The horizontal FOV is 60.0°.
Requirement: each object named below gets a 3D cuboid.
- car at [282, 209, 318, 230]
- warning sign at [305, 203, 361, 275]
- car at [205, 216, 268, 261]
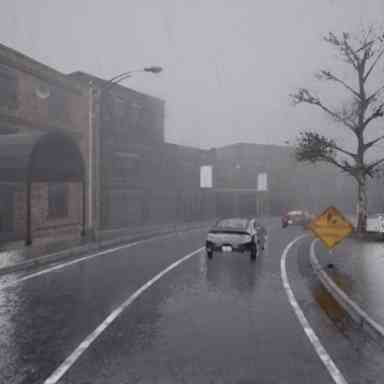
[{"bbox_3d":[8.633,2.086,26.165,1.812,1.442,4.674,0,-1,38],"label":"car"},{"bbox_3d":[4.016,1.298,9.626,1.300,1.860,1.060,1,0,13],"label":"warning sign"},{"bbox_3d":[1.919,1.738,13.443,2.128,1.511,4.902,0,-1,18],"label":"car"}]
